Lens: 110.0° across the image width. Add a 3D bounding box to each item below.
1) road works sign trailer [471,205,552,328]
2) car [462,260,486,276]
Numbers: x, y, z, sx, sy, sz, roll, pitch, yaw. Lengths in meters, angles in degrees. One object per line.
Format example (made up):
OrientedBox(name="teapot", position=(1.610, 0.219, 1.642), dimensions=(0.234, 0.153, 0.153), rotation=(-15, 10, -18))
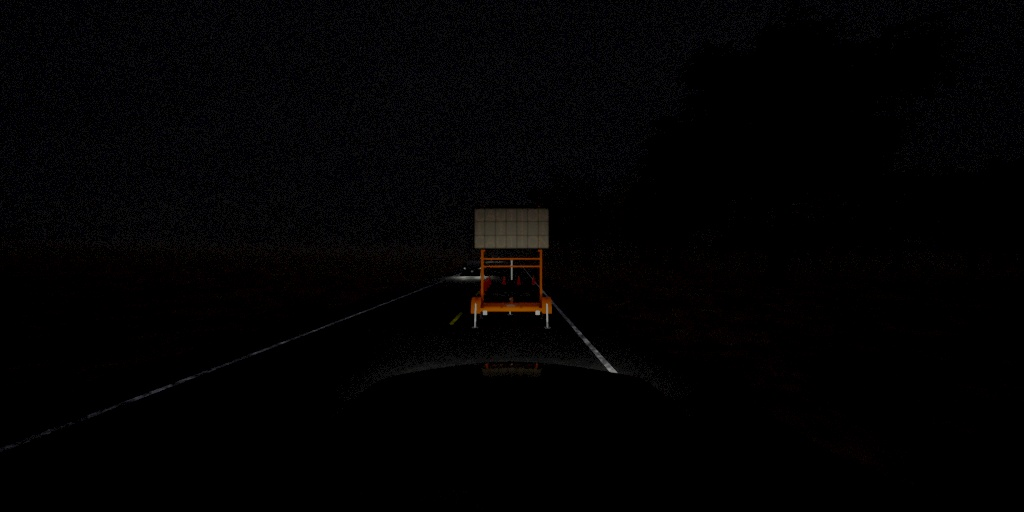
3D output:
OrientedBox(name="road works sign trailer", position=(-0.009, 0.203, 11.305), dimensions=(2.380, 3.560, 2.880), rotation=(0, 0, 0))
OrientedBox(name="car", position=(-3.656, 1.122, 34.939), dimensions=(1.812, 1.442, 4.674), rotation=(0, 1, 0))
